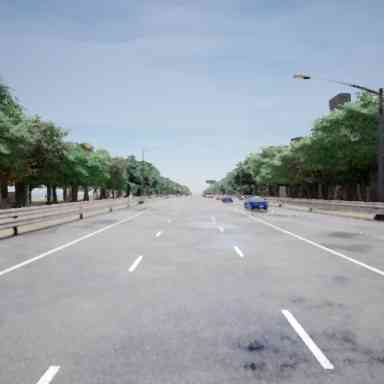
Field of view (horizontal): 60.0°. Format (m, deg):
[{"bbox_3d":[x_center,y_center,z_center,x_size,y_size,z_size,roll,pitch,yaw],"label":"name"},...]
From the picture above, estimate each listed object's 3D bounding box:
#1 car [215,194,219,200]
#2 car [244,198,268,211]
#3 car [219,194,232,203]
[{"bbox_3d":[7.058,1.235,84.289,2.097,1.767,4.553,0,0,0],"label":"car"},{"bbox_3d":[7.377,1.401,38.748,1.882,1.535,5.008,0,0,-4],"label":"car"},{"bbox_3d":[7.009,1.380,67.195,1.812,1.442,4.674,0,0,0],"label":"car"}]
